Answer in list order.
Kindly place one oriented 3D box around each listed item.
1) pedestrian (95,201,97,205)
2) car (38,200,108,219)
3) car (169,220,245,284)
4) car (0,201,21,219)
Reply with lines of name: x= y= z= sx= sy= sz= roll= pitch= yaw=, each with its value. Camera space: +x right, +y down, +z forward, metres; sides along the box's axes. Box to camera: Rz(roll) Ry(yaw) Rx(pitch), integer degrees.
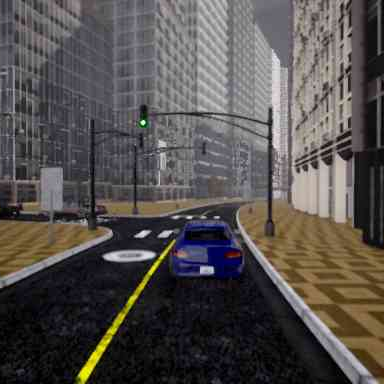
pedestrian: x=-8.393 y=1.306 z=28.977 sx=0.500 sy=1.100 sz=0.500 roll=0 pitch=0 yaw=19
car: x=-9.526 y=1.350 z=26.680 sx=5.357 sy=1.411 sz=2.033 roll=1 pitch=1 yaw=13
car: x=0.421 y=1.514 z=9.437 sx=1.812 sy=1.442 sz=4.674 roll=0 pitch=0 yaw=2
car: x=-15.351 y=1.239 z=25.164 sx=5.008 sy=1.535 sz=1.882 roll=1 pitch=1 yaw=19
